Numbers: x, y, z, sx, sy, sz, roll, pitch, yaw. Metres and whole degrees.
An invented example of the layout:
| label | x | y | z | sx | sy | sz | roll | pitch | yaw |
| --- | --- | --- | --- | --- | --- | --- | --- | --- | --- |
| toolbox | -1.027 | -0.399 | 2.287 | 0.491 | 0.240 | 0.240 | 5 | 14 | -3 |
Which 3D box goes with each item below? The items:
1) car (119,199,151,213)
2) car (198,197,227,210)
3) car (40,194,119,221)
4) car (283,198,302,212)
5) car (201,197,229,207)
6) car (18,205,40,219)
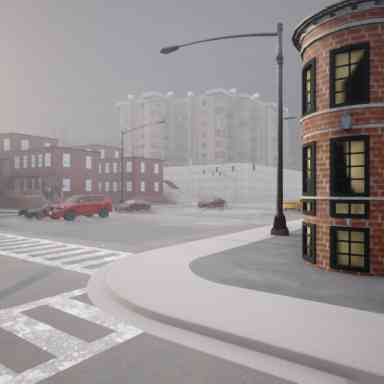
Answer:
| label | x | y | z | sx | sy | sz | roll | pitch | yaw |
| --- | --- | --- | --- | --- | --- | --- | --- | --- | --- |
| car | -6.517 | 1.526 | 37.253 | 1.812 | 1.442 | 4.674 | 0 | 0 | 35 |
| car | 2.724 | 1.477 | 44.132 | 1.882 | 1.535 | 5.008 | 0 | 0 | 36 |
| car | -9.172 | 1.214 | 27.540 | 2.150 | 2.045 | 5.566 | 0 | 1 | 36 |
| car | 12.408 | 1.478 | 39.357 | 1.882 | 1.535 | 5.008 | 0 | 0 | 36 |
| car | 3.636 | 1.493 | 51.337 | 2.128 | 1.511 | 4.902 | 0 | 0 | 36 |
| car | -12.247 | 1.547 | 29.260 | 2.033 | 1.411 | 5.357 | 0 | 0 | 36 |
